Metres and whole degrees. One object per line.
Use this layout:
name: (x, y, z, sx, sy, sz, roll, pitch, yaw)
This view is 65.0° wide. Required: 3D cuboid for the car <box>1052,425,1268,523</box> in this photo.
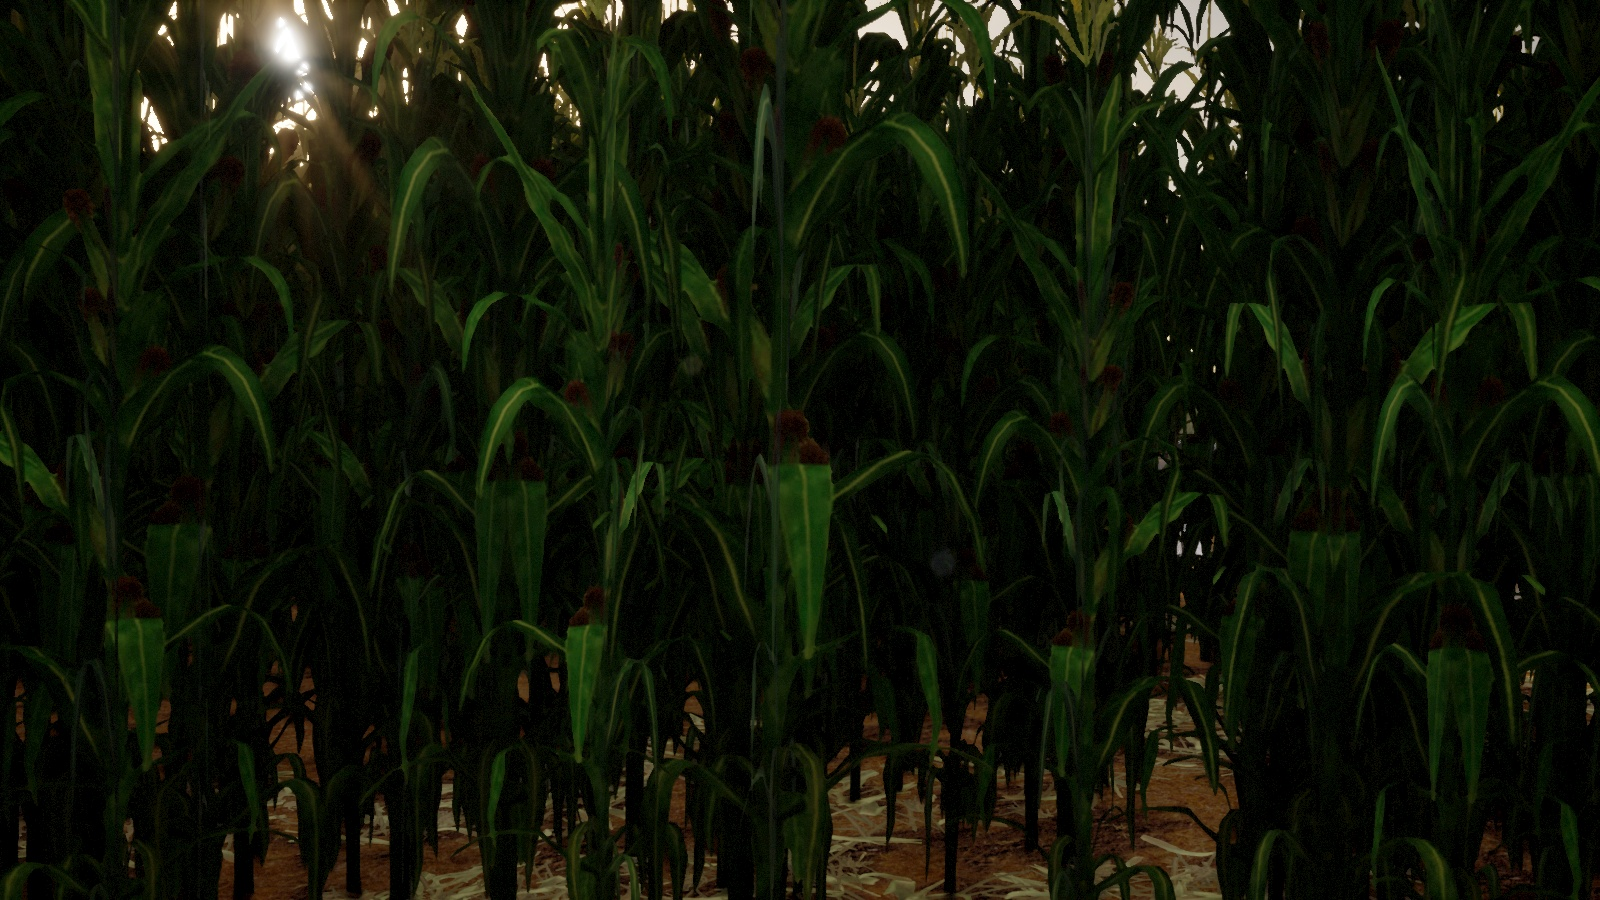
car: (6.214, 0.347, 22.077, 1.789, 1.549, 3.705, -1, 1, -21)
